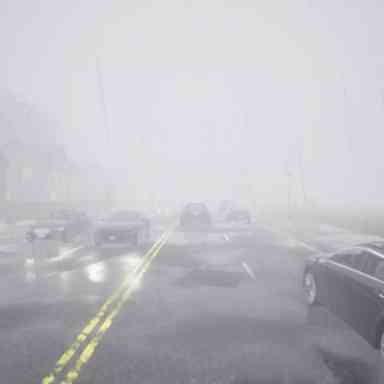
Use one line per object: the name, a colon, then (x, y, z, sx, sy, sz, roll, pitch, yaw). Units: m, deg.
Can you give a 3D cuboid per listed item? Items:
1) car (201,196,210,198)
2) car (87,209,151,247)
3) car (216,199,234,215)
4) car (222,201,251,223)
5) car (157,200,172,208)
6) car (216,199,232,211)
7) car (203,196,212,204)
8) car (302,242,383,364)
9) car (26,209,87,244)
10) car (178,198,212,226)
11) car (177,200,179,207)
car: (3.081, 1.813, 73.929, 2.150, 2.045, 5.566, 0, -1, 5)
car: (-3.177, 1.600, 15.981, 1.882, 1.535, 5.008, 0, 0, 1)
car: (4.086, 1.642, 38.036, 2.097, 1.767, 4.553, 0, 0, 2)
car: (3.682, 1.730, 27.128, 1.812, 1.442, 4.674, 0, 0, 2)
car: (-4.721, 2.059, 57.306, 1.895, 1.301, 4.718, 0, 0, 4)
car: (4.623, 1.869, 48.996, 2.128, 1.511, 4.902, 0, 0, 3)
car: (4.076, 2.037, 85.178, 2.097, 1.767, 4.553, 0, -1, 6)
car: (3.267, 1.532, 5.245, 2.128, 1.511, 4.902, 0, 0, 0)
car: (-6.415, 1.620, 16.666, 2.128, 1.511, 4.902, 0, 0, 1)
car: (0.266, 1.542, 25.063, 2.097, 1.767, 4.553, 0, -1, 0)
car: (-1.361, 1.816, 58.683, 2.097, 1.767, 4.553, 0, 0, 4)
